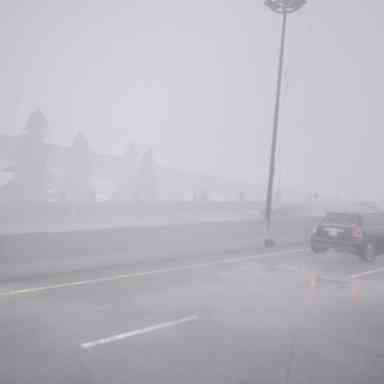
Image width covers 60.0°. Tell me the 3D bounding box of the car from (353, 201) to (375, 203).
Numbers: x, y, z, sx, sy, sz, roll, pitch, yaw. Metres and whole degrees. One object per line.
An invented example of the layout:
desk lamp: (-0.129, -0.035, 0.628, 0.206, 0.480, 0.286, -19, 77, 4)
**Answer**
car: (16.846, 1.673, 33.200, 4.553, 1.767, 2.097, 1, -1, -35)

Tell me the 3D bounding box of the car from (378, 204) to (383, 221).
car: (19.119, 1.853, 30.524, 4.674, 1.442, 1.812, 1, -1, -35)

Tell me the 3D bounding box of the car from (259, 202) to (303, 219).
car: (8.554, 1.720, 31.589, 5.008, 1.535, 1.882, 1, 0, -35)

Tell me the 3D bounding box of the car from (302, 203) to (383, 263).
car: (6.638, 1.474, 12.782, 4.553, 1.767, 2.097, 1, 0, -36)
